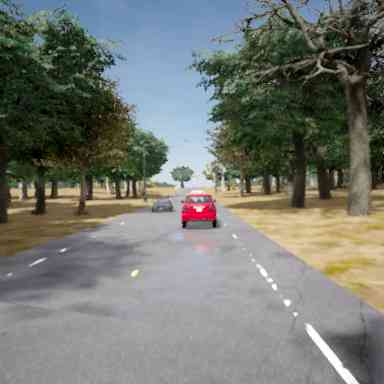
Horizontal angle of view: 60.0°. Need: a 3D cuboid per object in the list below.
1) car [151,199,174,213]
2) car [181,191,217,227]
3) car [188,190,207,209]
[{"bbox_3d":[-2.939,1.365,33.728,1.994,1.385,4.181,-1,1,1],"label":"car"},{"bbox_3d":[0.456,1.081,21.853,2.150,2.045,5.566,-1,1,1],"label":"car"},{"bbox_3d":[0.721,0.868,40.456,2.150,2.045,5.566,-1,1,1],"label":"car"}]
